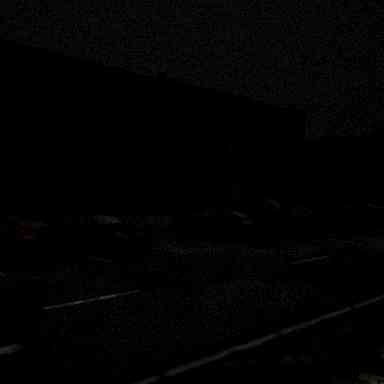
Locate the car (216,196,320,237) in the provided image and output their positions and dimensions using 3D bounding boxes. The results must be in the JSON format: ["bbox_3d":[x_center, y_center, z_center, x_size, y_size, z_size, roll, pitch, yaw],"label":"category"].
[{"bbox_3d":[3.754,1.256,18.479,5.566,2.045,2.435,-1,-1,36],"label":"car"}]

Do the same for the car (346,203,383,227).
[{"bbox_3d":[11.310,1.532,23.451,5.008,1.535,2.097,-1,-1,37],"label":"car"}]

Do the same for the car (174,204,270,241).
[{"bbox_3d":[1.221,1.539,16.797,4.674,1.452,2.002,-1,-1,36],"label":"car"}]

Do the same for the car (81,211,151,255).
[{"bbox_3d":[-3.761,1.523,13.387,4.674,1.452,2.002,-1,-1,35],"label":"car"}]

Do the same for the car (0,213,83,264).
[{"bbox_3d":[-6.236,1.514,11.648,4.674,1.452,2.002,-1,-1,35],"label":"car"}]

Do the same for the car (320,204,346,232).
[{"bbox_3d":[6.244,1.516,20.166,5.008,1.535,2.097,-1,-1,36],"label":"car"}]
